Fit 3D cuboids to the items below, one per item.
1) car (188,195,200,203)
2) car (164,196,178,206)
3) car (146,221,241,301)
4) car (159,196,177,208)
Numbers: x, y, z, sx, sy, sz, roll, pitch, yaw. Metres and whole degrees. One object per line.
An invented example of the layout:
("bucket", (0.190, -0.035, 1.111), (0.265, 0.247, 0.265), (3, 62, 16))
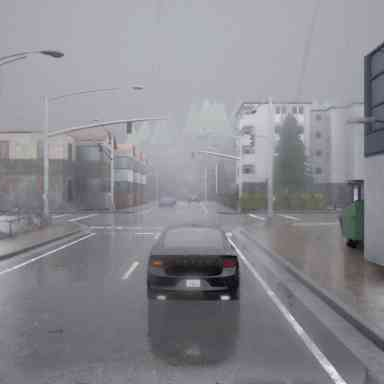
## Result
("car", (0.466, 1.353, 69.686), (2.097, 1.767, 4.553), (0, 0, 7))
("car", (-3.595, 1.491, 57.731), (2.128, 1.511, 4.902), (0, 0, 0))
("car", (0.047, 1.478, 8.413), (1.882, 1.535, 5.008), (0, 0, 1))
("car", (-3.612, 1.477, 47.380), (1.882, 1.535, 5.008), (0, 0, 0))
